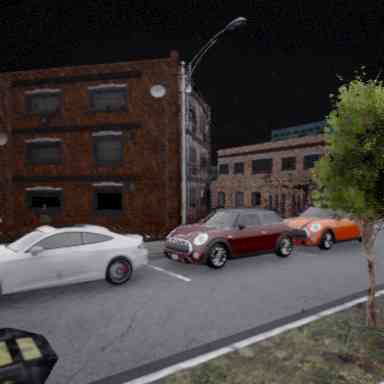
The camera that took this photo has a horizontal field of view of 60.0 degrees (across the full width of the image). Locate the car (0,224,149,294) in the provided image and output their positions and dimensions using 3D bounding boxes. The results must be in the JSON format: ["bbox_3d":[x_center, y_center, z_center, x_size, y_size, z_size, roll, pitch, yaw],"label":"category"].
[{"bbox_3d":[-3.285,1.521,7.956,4.674,1.452,2.002,0,0,-36],"label":"car"}]

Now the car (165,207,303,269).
[{"bbox_3d":[1.323,1.355,11.271,4.553,1.767,2.185,0,0,-36],"label":"car"}]

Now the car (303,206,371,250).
[{"bbox_3d":[5.804,1.358,14.496,4.553,1.767,2.185,0,0,-36],"label":"car"}]
